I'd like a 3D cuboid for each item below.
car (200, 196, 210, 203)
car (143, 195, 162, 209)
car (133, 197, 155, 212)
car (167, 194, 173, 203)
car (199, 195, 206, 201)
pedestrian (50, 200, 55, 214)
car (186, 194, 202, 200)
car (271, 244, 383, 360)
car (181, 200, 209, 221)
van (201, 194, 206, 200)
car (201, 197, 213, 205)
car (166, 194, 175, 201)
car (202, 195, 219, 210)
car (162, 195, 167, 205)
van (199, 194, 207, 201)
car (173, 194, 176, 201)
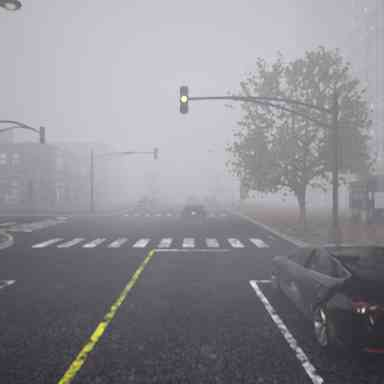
[{"bbox_3d":[2.692,1.591,71.746,1.947,1.339,4.313,0,0,0],"label":"car"},{"bbox_3d":[-5.687,1.330,43.988,2.192,1.841,5.009,0,0,0],"label":"car"},{"bbox_3d":[-5.688,1.595,38.437,1.802,1.307,4.206,0,0,0],"label":"car"},{"bbox_3d":[-5.689,1.551,71.573,1.752,1.417,4.829,0,0,0],"label":"car"},{"bbox_3d":[2.692,1.558,88.569,1.752,1.417,4.829,0,0,0],"label":"car"},{"bbox_3d":[-12.751,1.327,30.440,0.375,1.300,0.375,0,-1,-1],"label":"pedestrian"},{"bbox_3d":[0.098,1.370,53.614,2.097,1.767,4.553,0,0,0],"label":"car"},{"bbox_3d":[2.693,1.568,5.961,1.947,1.339,4.313,0,0,0],"label":"car"},{"bbox_3d":[0.099,1.573,27.024,1.994,1.385,4.181,0,0,0],"label":"car"},{"bbox_3d":[2.693,1.358,49.542,1.690,1.788,3.998,0,0,0],"label":"van"},{"bbox_3d":[2.692,1.572,60.644,2.008,1.369,4.403,0,0,0],"label":"car"},{"bbox_3d":[-5.688,1.347,88.396,2.192,1.841,5.009,0,0,0],"label":"car"},{"bbox_3d":[2.692,1.540,44.160,1.752,1.417,4.829,0,0,0],"label":"car"},{"bbox_3d":[-5.688,1.570,55.090,2.008,1.369,4.403,0,0,0],"label":"car"},{"bbox_3d":[2.693,1.371,82.848,1.690,1.788,3.998,0,0,0],"label":"van"},{"bbox_3d":[-5.689,1.581,82.845,2.008,1.369,4.403,0,0,0],"label":"car"}]
